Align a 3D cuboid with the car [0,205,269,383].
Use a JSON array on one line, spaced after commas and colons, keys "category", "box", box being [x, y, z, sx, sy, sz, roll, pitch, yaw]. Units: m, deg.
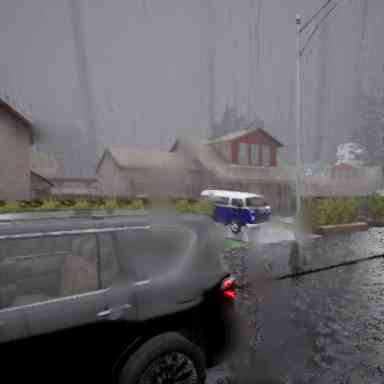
[{"category": "car", "box": [-2.072, 1.221, 3.051, 5.566, 2.045, 2.150, 0, 0, -34]}]
